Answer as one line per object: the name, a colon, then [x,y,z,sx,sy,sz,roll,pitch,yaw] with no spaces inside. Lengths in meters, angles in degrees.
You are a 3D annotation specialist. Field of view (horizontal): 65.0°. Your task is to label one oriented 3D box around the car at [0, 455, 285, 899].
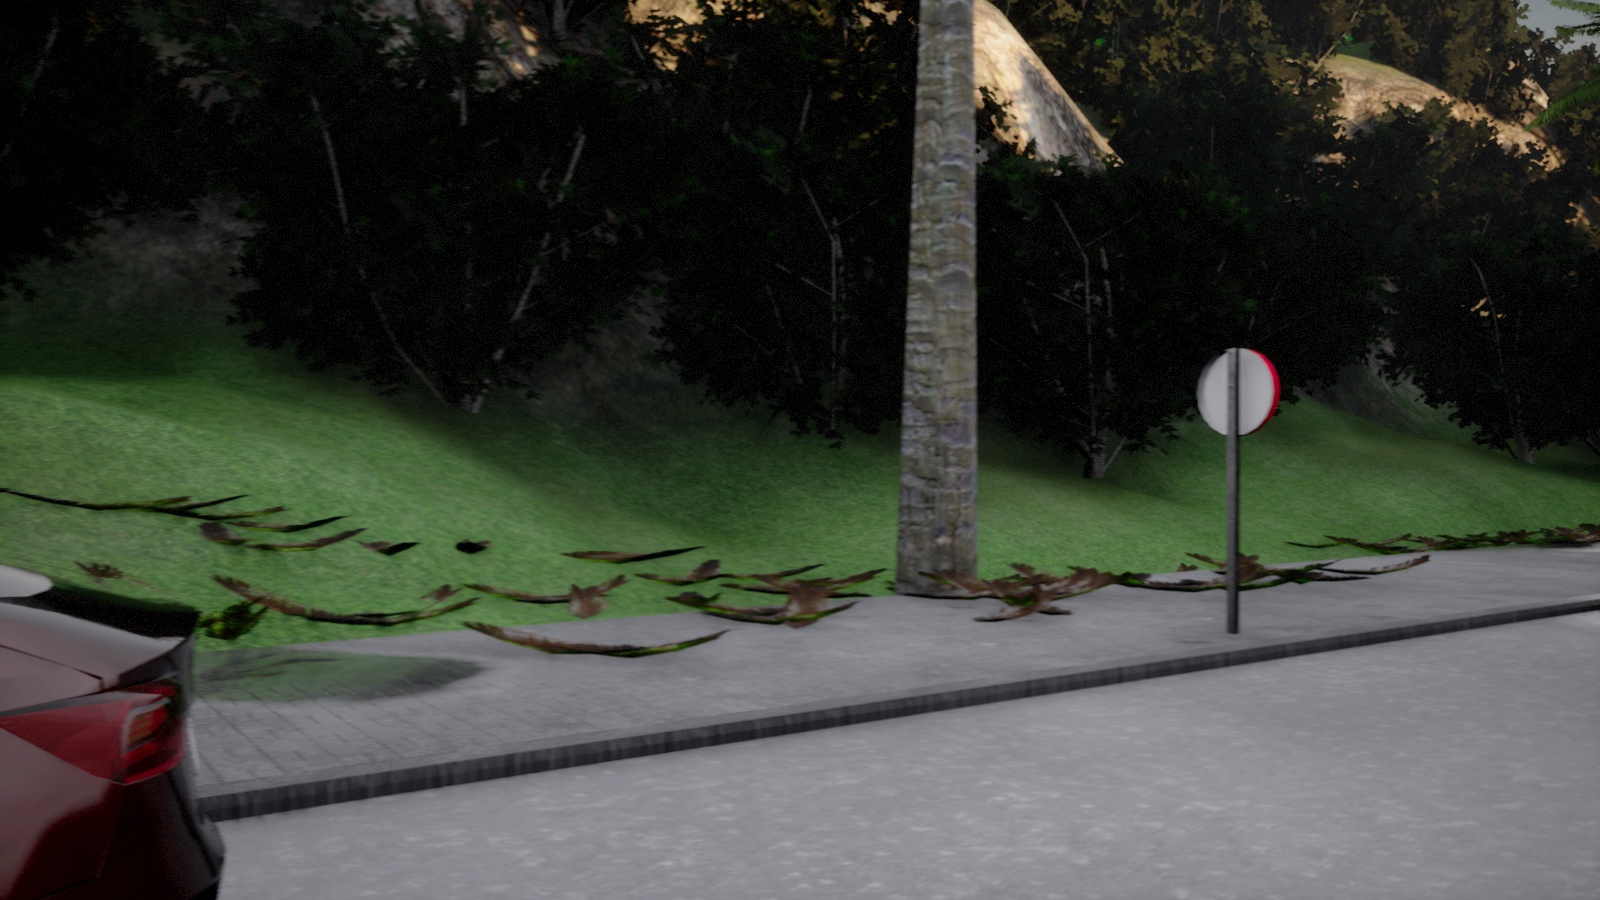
car: [-3.525,0.757,1.812,4.792,1.488,2.163,0,0,-35]
